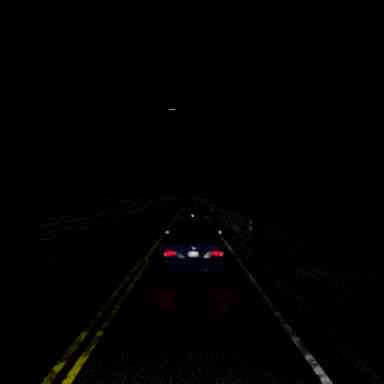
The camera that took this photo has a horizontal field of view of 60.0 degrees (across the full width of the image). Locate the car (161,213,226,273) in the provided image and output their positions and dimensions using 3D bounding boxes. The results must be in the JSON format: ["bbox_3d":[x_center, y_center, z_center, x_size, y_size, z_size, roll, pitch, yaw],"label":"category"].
[{"bbox_3d":[0.053,1.661,11.022,2.033,1.411,5.357,0,-1,0],"label":"car"}]

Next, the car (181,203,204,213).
[{"bbox_3d":[0.054,1.822,31.056,1.837,1.490,4.892,0,-1,0],"label":"car"}]
